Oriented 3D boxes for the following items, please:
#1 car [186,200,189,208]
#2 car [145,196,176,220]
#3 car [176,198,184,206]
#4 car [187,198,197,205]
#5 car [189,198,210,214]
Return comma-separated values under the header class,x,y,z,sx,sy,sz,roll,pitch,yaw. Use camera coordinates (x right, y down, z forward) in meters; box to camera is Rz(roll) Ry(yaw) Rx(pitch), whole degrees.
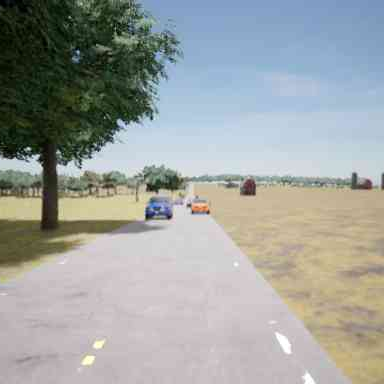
class,x,y,z,sx,sy,sz,roll,pitch,yaw
car,-0.002,2.042,57.461,1.895,1.301,4.718,0,-1,0
car,-2.850,1.355,29.751,2.150,2.045,5.566,0,0,0
car,-2.754,2.111,71.177,1.882,1.535,5.008,0,-1,0
car,-0.004,2.099,75.192,2.033,1.411,5.357,0,-1,0
car,0.960,1.574,38.599,2.097,1.767,4.553,0,-1,0
